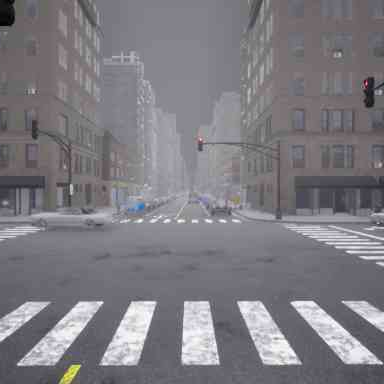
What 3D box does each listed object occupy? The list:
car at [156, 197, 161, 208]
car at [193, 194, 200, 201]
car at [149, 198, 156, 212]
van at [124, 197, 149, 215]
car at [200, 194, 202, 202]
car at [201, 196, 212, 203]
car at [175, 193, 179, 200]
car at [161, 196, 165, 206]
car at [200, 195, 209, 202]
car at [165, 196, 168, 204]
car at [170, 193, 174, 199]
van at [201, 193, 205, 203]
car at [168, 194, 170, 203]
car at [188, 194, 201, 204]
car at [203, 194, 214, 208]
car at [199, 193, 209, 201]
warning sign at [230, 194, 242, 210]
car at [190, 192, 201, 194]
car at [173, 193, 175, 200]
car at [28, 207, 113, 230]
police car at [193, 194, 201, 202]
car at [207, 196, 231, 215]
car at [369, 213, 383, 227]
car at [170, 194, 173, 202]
[{"bbox_3d":[-5.664,1.568,44.716,1.947,1.339,4.313,0,0,0],"label":"car"},{"bbox_3d":[1.179,1.447,89.537,1.801,1.575,5.366,0,0,0],"label":"car"},{"bbox_3d":[-5.690,1.442,39.048,1.967,1.590,4.097,0,0,0],"label":"car"},{"bbox_3d":[-5.715,1.343,33.380,1.690,1.788,3.998,0,0,0],"label":"van"},{"bbox_3d":[2.937,1.526,61.860,1.752,1.417,4.829,0,0,0],"label":"car"},{"bbox_3d":[2.962,1.551,67.359,2.008,1.369,4.403,0,0,0],"label":"car"},{"bbox_3d":[-5.464,1.306,90.062,2.192,1.841,5.009,0,0,0],"label":"car"},{"bbox_3d":[-5.639,1.585,50.385,1.802,1.307,4.206,0,0,0],"label":"car"},{"bbox_3d":[3.012,1.436,78.698,1.967,1.590,4.097,0,0,0],"label":"car"},{"bbox_3d":[-5.615,1.568,56.053,1.947,1.339,4.313,0,0,0],"label":"car"},{"bbox_3d":[-5.539,1.543,73.057,1.887,1.381,4.507,0,0,0],"label":"car"},{"bbox_3d":[2.911,1.343,56.021,1.690,1.788,3.998,0,0,0],"label":"van"},{"bbox_3d":[-5.590,1.527,61.551,1.752,1.417,4.829,0,0,0],"label":"car"},{"bbox_3d":[0.275,1.565,62.915,1.994,1.385,4.181,0,0,0],"label":"car"},{"bbox_3d":[2.861,1.443,44.682,1.967,1.590,4.097,0,0,0],"label":"car"},{"bbox_3d":[3.036,1.308,84.367,2.192,1.841,5.009,0,0,0],"label":"car"},{"bbox_3d":[5.239,1.118,39.328,1.300,1.860,1.060,0,0,0],"label":"warning sign"},{"bbox_3d":[0.319,1.038,72.949,2.150,2.045,5.566,0,0,0],"label":"car"},{"bbox_3d":[-5.515,1.521,78.556,1.752,1.417,4.829,0,0,0],"label":"car"},{"bbox_3d":[-7.417,1.596,20.564,4.718,1.301,1.895,0,0,0],"label":"car"},{"bbox_3d":[1.144,1.421,79.442,1.930,1.638,5.238,0,0,-1],"label":"police car"},{"bbox_3d":[2.811,1.442,33.344,1.967,1.590,4.097,0,0,0],"label":"car"},{"bbox_3d":[13.754,1.615,20.677,4.718,1.301,1.895,0,0,0],"label":"car"},{"bbox_3d":[-5.564,1.566,67.389,1.947,1.339,4.313,0,0,0],"label":"car"}]
